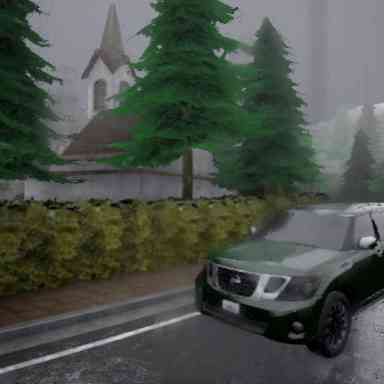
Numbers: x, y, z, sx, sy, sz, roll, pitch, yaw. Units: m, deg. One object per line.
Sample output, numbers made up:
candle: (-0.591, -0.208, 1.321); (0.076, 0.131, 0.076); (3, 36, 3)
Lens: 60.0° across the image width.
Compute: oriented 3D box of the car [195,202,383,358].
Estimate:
car: (2.599, 1.254, 6.540); (5.566, 2.045, 2.150); (0, 0, -42)
